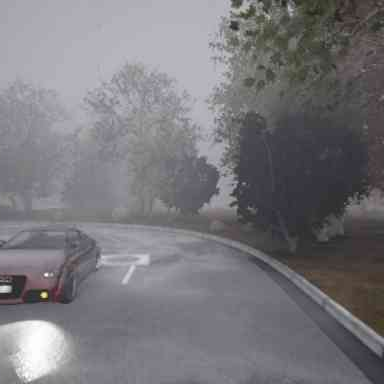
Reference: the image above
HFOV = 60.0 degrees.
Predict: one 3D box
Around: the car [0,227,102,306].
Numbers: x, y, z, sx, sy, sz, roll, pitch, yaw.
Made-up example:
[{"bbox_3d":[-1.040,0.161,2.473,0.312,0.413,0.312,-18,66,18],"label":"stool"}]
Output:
[{"bbox_3d":[-3.530,1.578,8.033,1.994,1.385,4.181,0,0,-3],"label":"car"}]
